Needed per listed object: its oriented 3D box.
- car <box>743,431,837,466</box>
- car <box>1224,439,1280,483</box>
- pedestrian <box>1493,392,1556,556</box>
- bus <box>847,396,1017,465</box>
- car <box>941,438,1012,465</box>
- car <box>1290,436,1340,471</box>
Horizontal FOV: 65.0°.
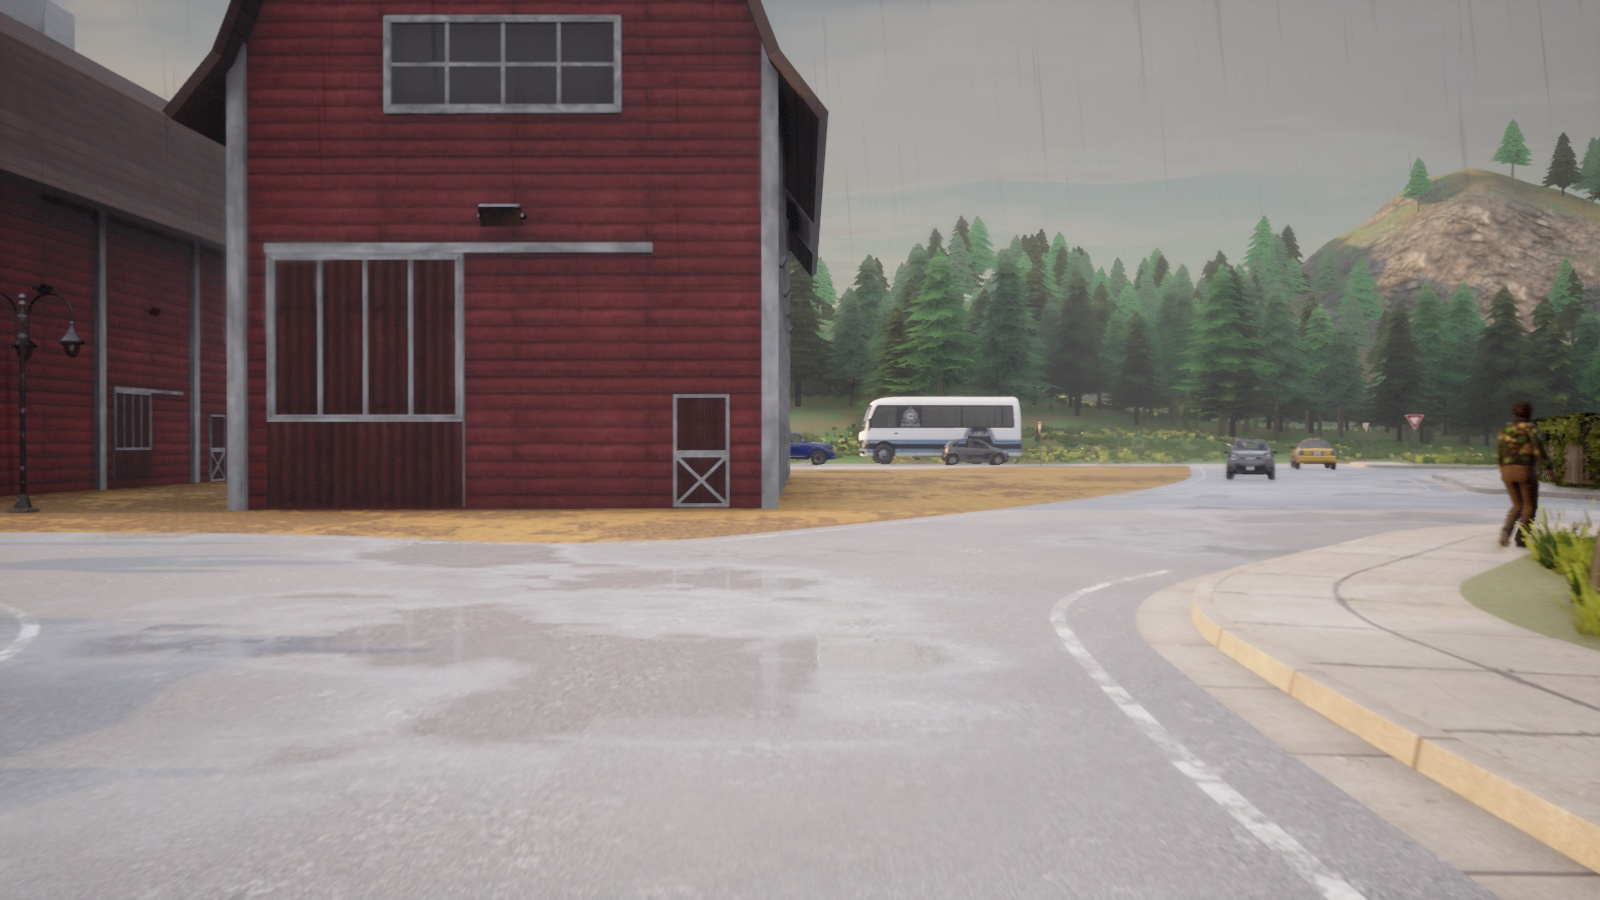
[{"bbox_3d":[-0.565,-0.096,75.538,5.566,2.045,2.150,0,0,1],"label":"car"},{"bbox_3d":[16.499,0.366,45.868,1.845,1.501,3.633,0,1,20],"label":"car"},{"bbox_3d":[8.734,0.278,15.135,0.692,1.930,0.395,0,0,-35],"label":"pedestrian"},{"bbox_3d":[8.144,-1.206,78.919,10.273,4.253,3.944,0,0,1],"label":"bus"},{"bbox_3d":[10.581,0.090,75.394,3.988,1.617,1.851,0,0,1],"label":"car"},{"bbox_3d":[24.764,0.151,60.507,1.801,1.575,5.366,0,0,18],"label":"car"}]
